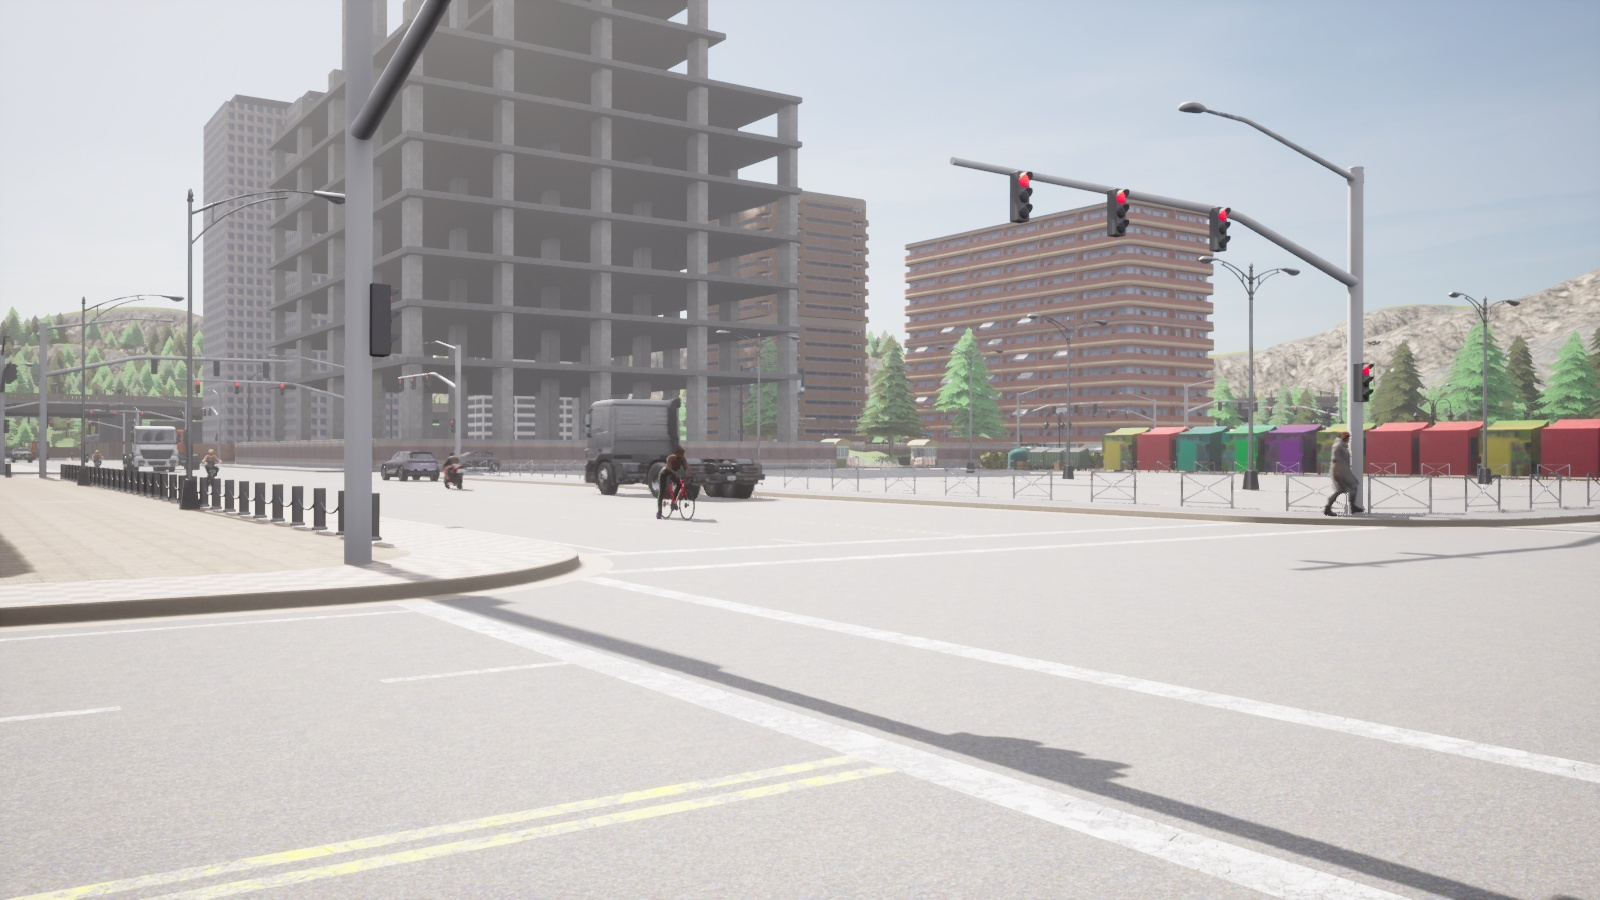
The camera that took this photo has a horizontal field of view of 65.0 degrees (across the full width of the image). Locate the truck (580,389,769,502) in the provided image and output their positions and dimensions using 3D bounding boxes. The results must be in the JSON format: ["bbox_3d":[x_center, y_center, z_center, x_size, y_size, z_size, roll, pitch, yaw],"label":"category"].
[{"bbox_3d":[-4.450,-0.124,42.738,2.891,3.462,7.936,0,0,-35],"label":"truck"}]

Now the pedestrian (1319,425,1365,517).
[{"bbox_3d":[11.647,0.442,27.000,0.873,1.952,0.659,0,0,23],"label":"pedestrian"}]

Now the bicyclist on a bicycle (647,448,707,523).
[{"bbox_3d":[-2.764,0.771,28.069,0.582,1.620,1.656,0,0,-35],"label":"bicyclist on a bicycle"}]

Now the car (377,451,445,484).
[{"bbox_3d":[-20.338,0.878,65.554,2.033,1.649,4.856,0,0,-35],"label":"car"}]

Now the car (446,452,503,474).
[{"bbox_3d":[-23.830,0.942,91.959,3.705,1.549,1.789,0,0,-35],"label":"car"}]

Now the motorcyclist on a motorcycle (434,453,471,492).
[{"bbox_3d":[-13.894,0.879,50.175,0.797,1.523,2.044,0,0,-35],"label":"motorcyclist on a motorcycle"}]
